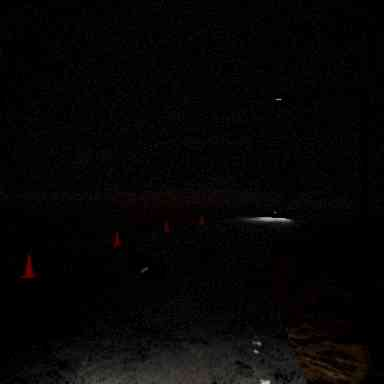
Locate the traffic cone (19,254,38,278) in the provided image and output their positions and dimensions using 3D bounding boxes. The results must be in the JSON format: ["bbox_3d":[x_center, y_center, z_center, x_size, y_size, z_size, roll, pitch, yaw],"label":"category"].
[{"bbox_3d":[-4.259,1.915,8.690,0.340,0.580,0.340,0,0,10],"label":"traffic cone"}]

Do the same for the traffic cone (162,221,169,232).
[{"bbox_3d":[-1.449,1.943,18.834,0.340,0.580,0.340,1,0,21],"label":"traffic cone"}]

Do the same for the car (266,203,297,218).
[{"bbox_3d":[8.682,1.729,32.204,1.994,1.385,4.181,1,0,33],"label":"car"}]

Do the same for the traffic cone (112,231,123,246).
[{"bbox_3d":[-3.108,1.922,13.833,0.340,0.580,0.340,1,0,15],"label":"traffic cone"}]
